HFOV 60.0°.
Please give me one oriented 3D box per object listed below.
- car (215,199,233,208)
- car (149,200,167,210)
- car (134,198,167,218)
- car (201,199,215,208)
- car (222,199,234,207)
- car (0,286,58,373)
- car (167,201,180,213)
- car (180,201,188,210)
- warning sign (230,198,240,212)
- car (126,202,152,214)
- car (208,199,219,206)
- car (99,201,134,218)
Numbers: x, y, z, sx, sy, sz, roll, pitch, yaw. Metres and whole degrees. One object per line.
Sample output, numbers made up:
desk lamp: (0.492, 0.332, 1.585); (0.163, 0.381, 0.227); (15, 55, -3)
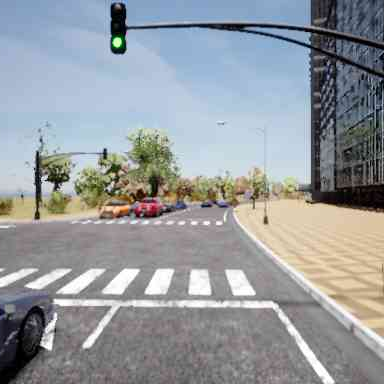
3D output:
car: (6.266, 2.367, 65.412); (2.033, 1.411, 5.357); (0, -1, 11)
car: (-5.545, 2.174, 54.860); (1.837, 1.490, 4.892); (0, -1, 9)
car: (-4.614, 1.666, 36.624); (2.150, 2.045, 5.566); (0, -1, 6)
car: (2.975, 2.386, 66.076); (1.994, 1.385, 4.181); (0, -1, 11)
car: (8.236, 2.478, 75.749); (2.128, 1.511, 4.902); (0, -1, 13)
car: (-3.097, 1.582, 2.933); (2.033, 1.411, 5.357); (0, -1, 0)
car: (-3.459, 2.060, 46.532); (2.128, 1.511, 4.902); (0, -1, 7)
car: (-1.966, 2.223, 56.702); (1.812, 1.442, 4.674); (0, -1, 9)
warning sign: (5.638, 1.660, 43.556); (1.300, 1.860, 1.060); (0, 0, 7)
car: (-6.995, 2.086, 44.547); (2.033, 1.411, 5.357); (0, -1, 7)
car: (4.924, 2.322, 75.820); (1.812, 1.442, 4.674); (0, -1, 13)
car: (-8.064, 1.773, 35.141); (2.097, 1.767, 4.553); (0, -1, 7)
